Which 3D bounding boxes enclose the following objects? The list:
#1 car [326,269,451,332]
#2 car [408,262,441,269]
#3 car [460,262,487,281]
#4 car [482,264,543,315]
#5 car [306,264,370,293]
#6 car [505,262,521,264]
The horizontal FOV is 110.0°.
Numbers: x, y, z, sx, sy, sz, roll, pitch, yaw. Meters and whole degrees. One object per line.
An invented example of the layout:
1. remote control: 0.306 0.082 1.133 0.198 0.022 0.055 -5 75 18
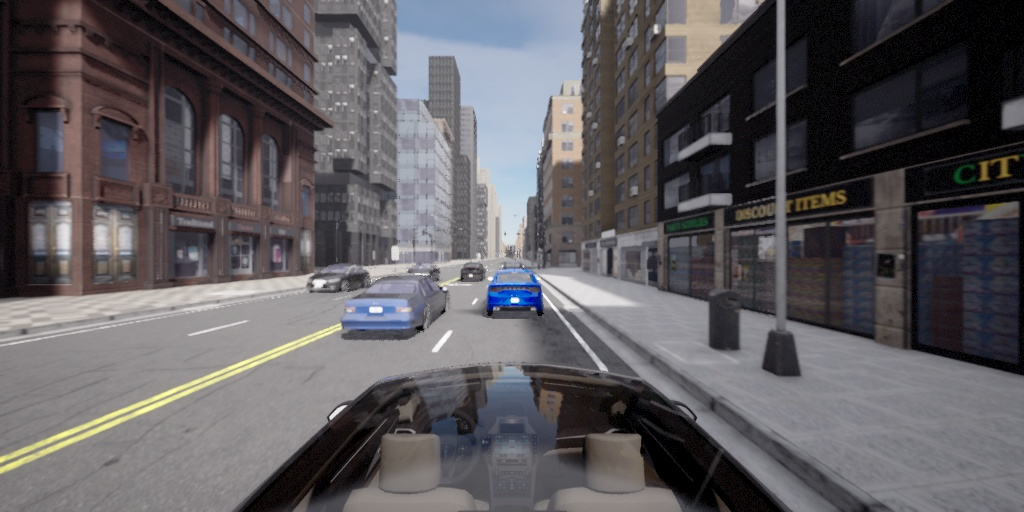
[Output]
1. car: -3.156 1.295 10.825 2.033 1.411 5.357 0 0 0
2. car: -6.598 1.243 27.010 2.128 1.511 4.902 0 0 0
3. car: -3.154 1.257 29.950 1.837 1.490 4.892 0 0 0
4. car: 0.094 1.225 13.583 1.882 1.535 5.008 0 0 0
5. car: -9.850 1.241 20.725 2.128 1.511 4.902 0 0 0
6. car: 0.097 1.231 31.207 1.882 1.535 5.008 0 0 0
